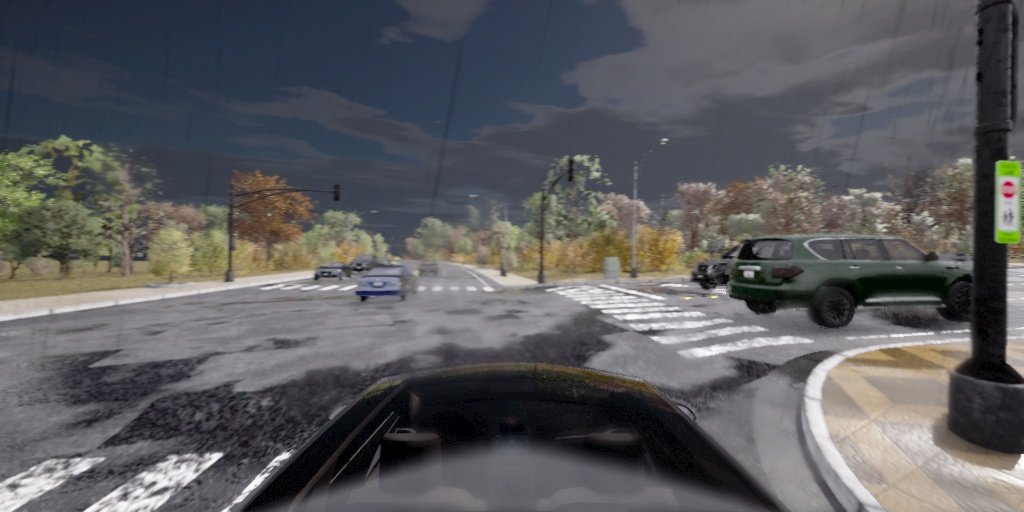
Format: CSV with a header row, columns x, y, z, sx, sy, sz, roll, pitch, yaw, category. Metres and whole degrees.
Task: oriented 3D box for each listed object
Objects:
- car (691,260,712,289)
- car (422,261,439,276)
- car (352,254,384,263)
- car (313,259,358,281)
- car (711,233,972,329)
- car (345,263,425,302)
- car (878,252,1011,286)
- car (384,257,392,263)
x,y,z,sx,sy,sz,roll,pitch,yaw,category
10.794,0.447,15.657,5.566,2.045,2.150,-1,0,-7,car
-8.684,1.235,37.657,2.128,1.511,4.902,1,0,-10,car
-15.447,0.828,37.788,2.150,2.045,5.566,1,0,-10,car
-13.844,1.147,28.048,1.994,1.385,4.181,1,0,-9,car
8.322,0.490,8.861,5.566,2.045,2.150,-1,0,-6,car
-5.232,1.120,15.603,2.033,1.411,5.357,0,-1,-8,car
20.130,0.557,16.792,4.181,1.385,1.994,-1,0,-7,car
-17.235,0.982,47.740,2.097,1.767,4.553,1,0,-11,car
